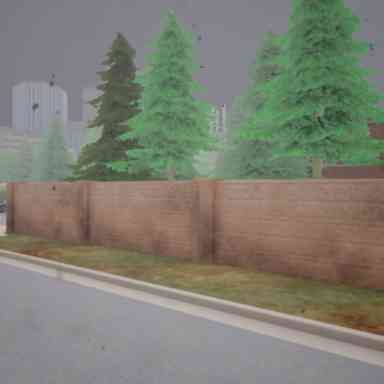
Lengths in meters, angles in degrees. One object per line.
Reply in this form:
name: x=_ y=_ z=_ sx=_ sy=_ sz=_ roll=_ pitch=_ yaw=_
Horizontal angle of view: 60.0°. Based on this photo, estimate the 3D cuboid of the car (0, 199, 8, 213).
car: x=-17.484 y=1.226 z=33.036 sx=1.812 sy=1.442 sz=4.674 roll=1 pitch=0 yaw=35
